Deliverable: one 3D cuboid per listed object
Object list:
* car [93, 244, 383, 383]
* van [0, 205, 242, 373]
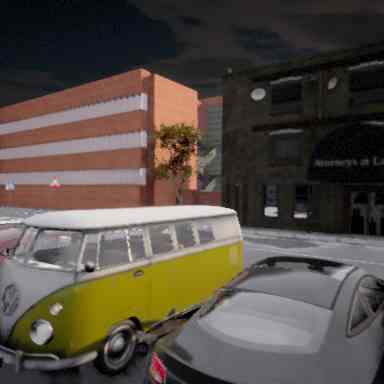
[{"bbox_3d":[1.395,1.519,3.995,2.002,1.452,4.674,0,0,35],"label":"car"},{"bbox_3d":[-0.873,1.245,5.472,1.878,1.987,4.442,0,0,35],"label":"van"}]
